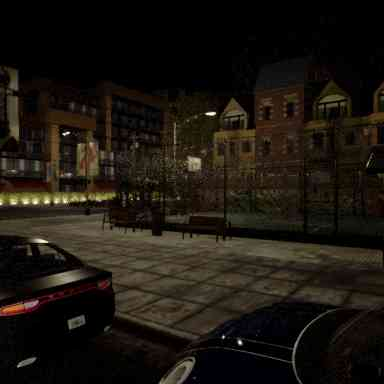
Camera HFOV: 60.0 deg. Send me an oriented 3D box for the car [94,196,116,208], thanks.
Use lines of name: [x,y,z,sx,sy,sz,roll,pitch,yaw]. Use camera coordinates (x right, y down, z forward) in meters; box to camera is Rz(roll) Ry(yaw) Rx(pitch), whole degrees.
car: [-11.238,1.353,47.966,2.097,1.767,4.553,0,0,35]

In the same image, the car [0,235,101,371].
car: [-3.469,1.480,5.582,5.008,1.535,2.097,0,0,35]

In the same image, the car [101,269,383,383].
car: [1.858,1.354,1.986,4.553,1.767,2.185,0,0,35]

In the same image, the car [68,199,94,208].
car: [-15.415,1.601,48.093,1.895,1.301,4.718,0,0,35]
